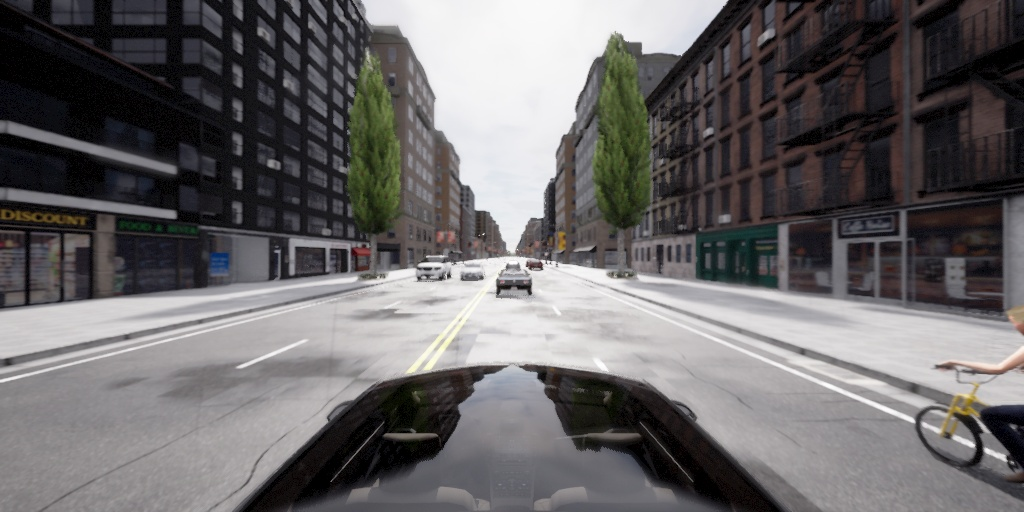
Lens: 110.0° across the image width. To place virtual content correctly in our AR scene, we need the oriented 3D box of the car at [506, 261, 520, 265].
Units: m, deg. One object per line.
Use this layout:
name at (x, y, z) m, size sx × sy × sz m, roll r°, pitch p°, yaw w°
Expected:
car at (0.128, 1.309, 46.737) m, size 1.994 × 1.385 × 4.181 m, roll 0°, pitch 0°, yaw 0°

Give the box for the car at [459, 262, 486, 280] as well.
car at (-3.326, 1.272, 30.882) m, size 1.812 × 1.442 × 4.674 m, roll 0°, pitch 0°, yaw 0°

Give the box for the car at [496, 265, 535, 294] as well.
car at (0.112, 1.351, 20.396) m, size 1.895 × 1.301 × 4.718 m, roll 0°, pitch 0°, yaw 0°

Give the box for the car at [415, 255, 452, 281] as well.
car at (-6.578, 0.965, 30.678) m, size 2.150 × 2.045 × 5.566 m, roll 0°, pitch 0°, yaw 0°

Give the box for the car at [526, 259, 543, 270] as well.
car at (3.382, 1.224, 51.581) m, size 1.882 × 1.535 × 5.008 m, roll 0°, pitch -1°, yaw 0°

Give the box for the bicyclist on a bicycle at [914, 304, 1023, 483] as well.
bicyclist on a bicycle at (4.176, 1.189, 2.966) m, size 0.866 × 1.612 × 1.509 m, roll 0°, pitch 0°, yaw 0°
